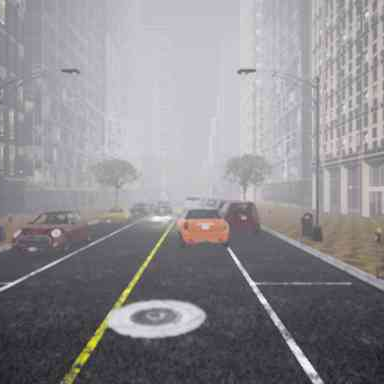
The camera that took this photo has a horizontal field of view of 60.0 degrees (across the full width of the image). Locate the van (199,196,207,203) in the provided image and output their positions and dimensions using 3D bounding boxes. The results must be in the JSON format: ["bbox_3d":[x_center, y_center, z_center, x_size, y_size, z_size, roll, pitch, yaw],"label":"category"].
[{"bbox_3d":[2.729,1.856,82.066,1.690,1.788,3.998,-1,0,0],"label":"van"}]

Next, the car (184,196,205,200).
[{"bbox_3d":[0.123,1.491,42.086,2.150,2.045,5.566,0,0,0],"label":"car"}]

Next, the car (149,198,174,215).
[{"bbox_3d":[-3.072,1.726,36.734,2.128,1.511,4.902,0,0,0],"label":"car"}]

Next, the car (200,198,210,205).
[{"bbox_3d":[2.725,1.996,70.697,2.008,1.369,4.403,-1,0,0],"label":"car"}]

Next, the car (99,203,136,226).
[{"bbox_3d":[-5.683,1.686,25.064,1.752,1.417,4.829,-1,0,0],"label":"car"}]

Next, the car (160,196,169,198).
[{"bbox_3d":[-5.663,1.815,59.336,1.967,1.590,4.097,-1,0,0],"label":"car"}]

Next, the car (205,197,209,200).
[{"bbox_3d":[2.703,1.674,36.597,1.967,1.590,4.097,-1,0,0],"label":"car"}]

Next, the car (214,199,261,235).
[{"bbox_3d":[2.691,1.441,19.547,2.192,1.841,5.009,-1,0,0],"label":"car"}]

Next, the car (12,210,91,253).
[{"bbox_3d":[-5.691,1.529,13.867,1.967,1.590,4.097,-1,0,0],"label":"car"}]

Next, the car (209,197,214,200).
[{"bbox_3d":[2.695,1.477,25.231,2.192,1.841,5.009,-1,0,0],"label":"car"}]

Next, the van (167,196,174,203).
[{"bbox_3d":[-5.647,1.890,87.755,1.690,1.788,3.998,-1,0,0],"label":"van"}]

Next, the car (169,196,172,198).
[{"bbox_3d":[-5.661,1.725,65.020,2.192,1.841,5.009,-1,0,0],"label":"car"}]

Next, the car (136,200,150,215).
[{"bbox_3d":[-5.677,1.799,36.601,1.947,1.339,4.313,-1,0,0],"label":"car"}]

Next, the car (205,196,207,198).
[{"bbox_3d":[2.709,1.745,47.964,1.967,1.590,4.097,-1,0,0],"label":"car"}]

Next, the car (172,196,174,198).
[{"bbox_3d":[-5.649,2.097,82.070,1.802,1.307,4.206,-1,0,0],"label":"car"}]

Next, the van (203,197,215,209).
[{"bbox_3d":[2.712,1.681,53.647,1.690,1.788,3.998,-1,0,0],"label":"van"}]

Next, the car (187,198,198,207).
[{"bbox_3d":[0.133,1.849,58.763,1.882,1.535,5.008,0,0,0],"label":"car"}]

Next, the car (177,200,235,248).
[{"bbox_3d":[0.387,1.452,15.541,2.097,1.767,4.553,0,0,-4],"label":"car"}]
